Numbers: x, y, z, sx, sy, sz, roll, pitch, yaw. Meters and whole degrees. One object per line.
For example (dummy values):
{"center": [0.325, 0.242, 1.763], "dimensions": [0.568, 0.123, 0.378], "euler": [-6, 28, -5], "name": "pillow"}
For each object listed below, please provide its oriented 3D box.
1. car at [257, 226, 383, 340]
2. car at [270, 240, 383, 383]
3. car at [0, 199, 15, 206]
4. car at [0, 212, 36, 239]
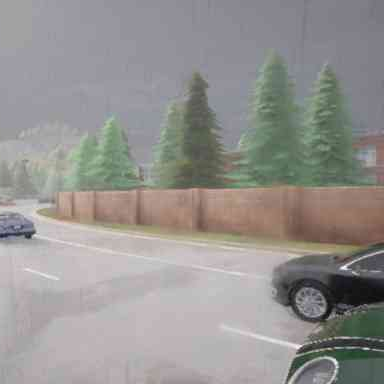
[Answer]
{"center": [3.771, 1.529, 5.638], "dimensions": [4.892, 1.490, 1.837], "euler": [-1, -1, 36], "name": "car"}
{"center": [2.861, 1.352, 1.991], "dimensions": [4.553, 1.767, 2.097], "euler": [-1, -1, 36], "name": "car"}
{"center": [-42.218, 2.317, 75.615], "dimensions": [1.882, 1.535, 5.008], "euler": [0, 0, -1], "name": "car"}
{"center": [-9.976, 1.744, 17.617], "dimensions": [2.033, 1.411, 5.357], "euler": [0, -1, -43], "name": "car"}
